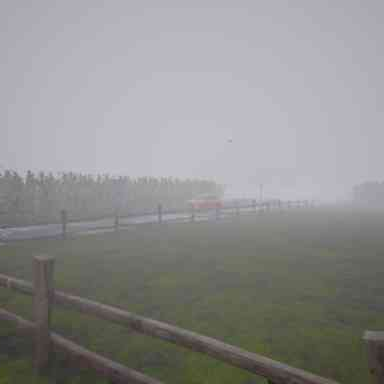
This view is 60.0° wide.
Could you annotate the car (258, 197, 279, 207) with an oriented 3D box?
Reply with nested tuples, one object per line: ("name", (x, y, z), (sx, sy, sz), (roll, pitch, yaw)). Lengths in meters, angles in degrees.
("car", (11.851, 1.589, 51.542), (1.882, 1.535, 5.008), (0, 0, 35))

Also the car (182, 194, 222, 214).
("car", (1.232, 1.289, 36.379), (2.150, 2.045, 5.566), (0, 0, 35))
